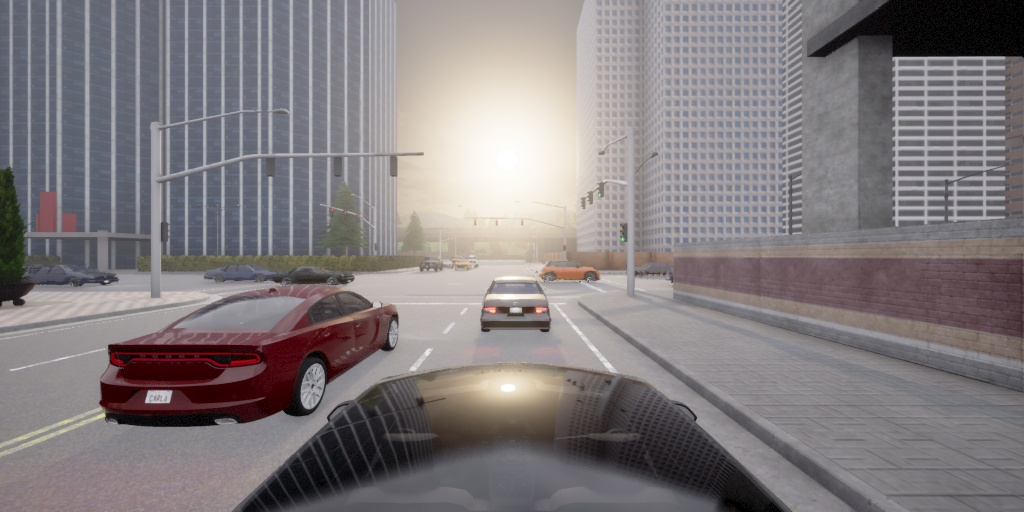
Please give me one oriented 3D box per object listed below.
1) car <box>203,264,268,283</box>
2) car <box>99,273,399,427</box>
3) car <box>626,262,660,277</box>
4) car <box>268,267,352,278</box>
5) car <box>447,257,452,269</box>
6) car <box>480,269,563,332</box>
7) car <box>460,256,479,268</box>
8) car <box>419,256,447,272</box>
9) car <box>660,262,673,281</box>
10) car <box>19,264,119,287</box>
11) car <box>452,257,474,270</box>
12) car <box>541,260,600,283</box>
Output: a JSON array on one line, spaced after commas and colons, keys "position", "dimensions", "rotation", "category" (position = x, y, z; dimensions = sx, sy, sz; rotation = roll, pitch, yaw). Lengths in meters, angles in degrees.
[{"position": [-20.164, 1.297, 27.228], "dimensions": [5.357, 1.411, 2.033], "rotation": [0, 0, -1], "category": "car"}, {"position": [-3.440, 1.228, 5.988], "dimensions": [1.882, 1.535, 5.008], "rotation": [0, 0, 0], "category": "car"}, {"position": [13.914, 1.297, 34.780], "dimensions": [5.357, 1.411, 2.033], "rotation": [0, 0, 0], "category": "car"}, {"position": [-13.054, 1.351, 23.817], "dimensions": [4.718, 1.301, 1.895], "rotation": [0, 0, -1], "category": "car"}, {"position": [-10.549, 1.276, 56.936], "dimensions": [1.812, 1.442, 4.674], "rotation": [0, 0, 0], "category": "car"}, {"position": [0.090, 1.297, 10.801], "dimensions": [2.033, 1.411, 5.357], "rotation": [0, 0, 0], "category": "car"}, {"position": [-7.028, 0.972, 61.844], "dimensions": [2.150, 2.045, 5.566], "rotation": [0, 0, 0], "category": "car"}, {"position": [-10.568, 0.972, 47.397], "dimensions": [2.150, 2.045, 5.566], "rotation": [0, 0, 0], "category": "car"}, {"position": [12.798, 1.276, 24.093], "dimensions": [4.674, 1.442, 1.812], "rotation": [0, 0, 0], "category": "car"}, {"position": [-29.436, 1.297, 23.661], "dimensions": [5.357, 1.411, 2.033], "rotation": [0, 0, 0], "category": "car"}, {"position": [-7.061, 1.228, 52.003], "dimensions": [1.882, 1.535, 5.008], "rotation": [0, 0, 0], "category": "car"}, {"position": [4.411, 1.102, 27.558], "dimensions": [4.553, 1.767, 2.097], "rotation": [0, 0, -1], "category": "car"}]
